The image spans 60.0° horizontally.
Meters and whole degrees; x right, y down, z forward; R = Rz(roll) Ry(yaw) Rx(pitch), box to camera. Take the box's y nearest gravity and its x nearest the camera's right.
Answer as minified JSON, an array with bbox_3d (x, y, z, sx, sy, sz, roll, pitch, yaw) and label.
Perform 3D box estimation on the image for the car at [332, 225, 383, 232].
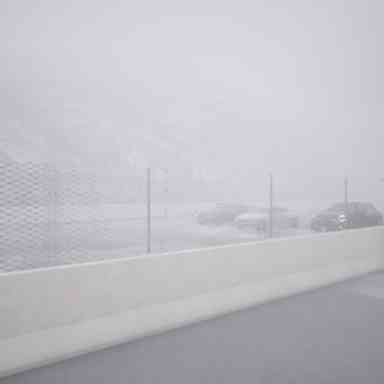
[{"bbox_3d":[8.801,1.353,18.869,4.553,1.767,2.097,0,0,-36],"label":"car"}]
